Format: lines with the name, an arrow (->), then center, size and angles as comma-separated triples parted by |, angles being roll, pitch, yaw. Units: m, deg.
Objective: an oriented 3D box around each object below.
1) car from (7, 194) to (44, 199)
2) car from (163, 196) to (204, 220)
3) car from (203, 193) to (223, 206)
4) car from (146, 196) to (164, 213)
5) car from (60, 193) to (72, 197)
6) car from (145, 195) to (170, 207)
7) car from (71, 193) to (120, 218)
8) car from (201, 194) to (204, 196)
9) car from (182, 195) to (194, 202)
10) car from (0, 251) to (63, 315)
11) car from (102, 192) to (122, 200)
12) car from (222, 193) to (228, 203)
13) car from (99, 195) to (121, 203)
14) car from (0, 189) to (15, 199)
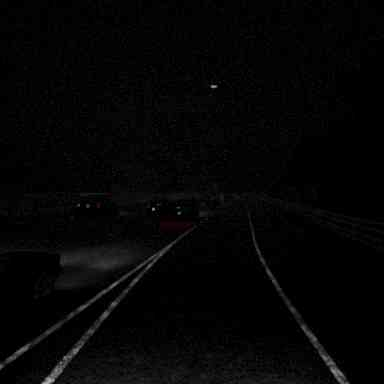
car -> -17.045, 1.159, 35.669 | 1.895, 1.301, 4.718 | 1, 0, 9
car -> -0.560, 1.393, 27.354 | 2.128, 1.511, 4.902 | 1, 0, 9
car -> 3.452, 1.371, 53.136 | 1.882, 1.535, 5.008 | 1, 0, 9
car -> -3.188, 1.337, 33.223 | 1.837, 1.490, 4.892 | 1, 0, 9
car -> -18.345, 0.989, 49.937 | 1.837, 1.490, 4.892 | 1, 0, 9
car -> -4.709, 1.249, 46.206 | 2.128, 1.511, 4.902 | 1, 0, 9
car -> -7.619, 1.117, 27.485 | 2.097, 1.767, 4.553 | 1, 0, 9
car -> 2.618, 1.394, 70.549 | 2.033, 1.411, 5.357 | 1, 0, 9
car -> -0.839, 1.308, 71.090 | 1.812, 1.442, 4.674 | 1, 0, 9
car -> -4.016, 1.511, 5.150 | 1.895, 1.301, 4.718 | 1, 0, 9
car -> -15.827, 0.738, 65.766 | 2.128, 1.511, 4.902 | 1, 0, 9
car -> 6.077, 1.444, 70.012 | 1.812, 1.442, 4.674 | 1, 0, 9
car -> -13.809, 1.155, 56.024 | 1.895, 1.301, 4.718 | 1, 0, 9
car -> -20.747, 0.715, 34.650 | 2.150, 2.045, 5.566 | 1, 0, 9
